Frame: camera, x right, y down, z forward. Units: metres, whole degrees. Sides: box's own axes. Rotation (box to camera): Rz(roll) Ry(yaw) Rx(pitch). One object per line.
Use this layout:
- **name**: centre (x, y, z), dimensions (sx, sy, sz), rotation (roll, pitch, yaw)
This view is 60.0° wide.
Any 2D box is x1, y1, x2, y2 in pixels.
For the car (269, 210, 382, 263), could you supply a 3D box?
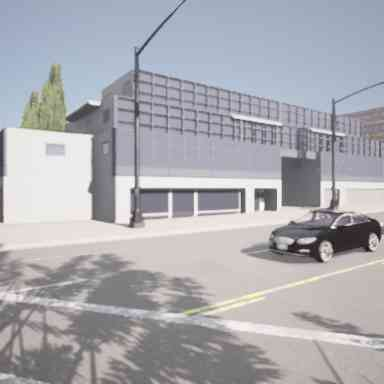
- **car**: centre (4.773, 1.403, 11.691), dimensions (4.902, 1.511, 2.128), rotation (-1, 0, -35)
